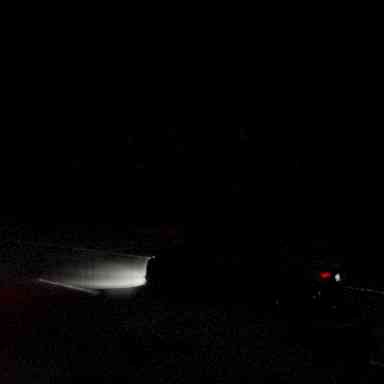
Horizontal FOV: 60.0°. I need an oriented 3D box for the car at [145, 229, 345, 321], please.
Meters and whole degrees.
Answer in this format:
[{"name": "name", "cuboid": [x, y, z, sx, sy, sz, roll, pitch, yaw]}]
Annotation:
[{"name": "car", "cuboid": [1.016, 1.525, 7.234, 4.181, 1.385, 1.994, 0, 0, 33]}]
